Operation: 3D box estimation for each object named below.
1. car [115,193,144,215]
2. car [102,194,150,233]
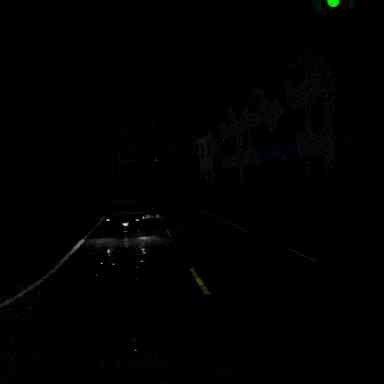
[{"bbox_3d":[-4.930,0.850,26.736,2.033,1.411,5.357,-1,2,-9],"label":"car"},{"bbox_3d":[-3.238,1.069,16.542,1.837,1.490,4.892,-1,2,-9],"label":"car"}]
